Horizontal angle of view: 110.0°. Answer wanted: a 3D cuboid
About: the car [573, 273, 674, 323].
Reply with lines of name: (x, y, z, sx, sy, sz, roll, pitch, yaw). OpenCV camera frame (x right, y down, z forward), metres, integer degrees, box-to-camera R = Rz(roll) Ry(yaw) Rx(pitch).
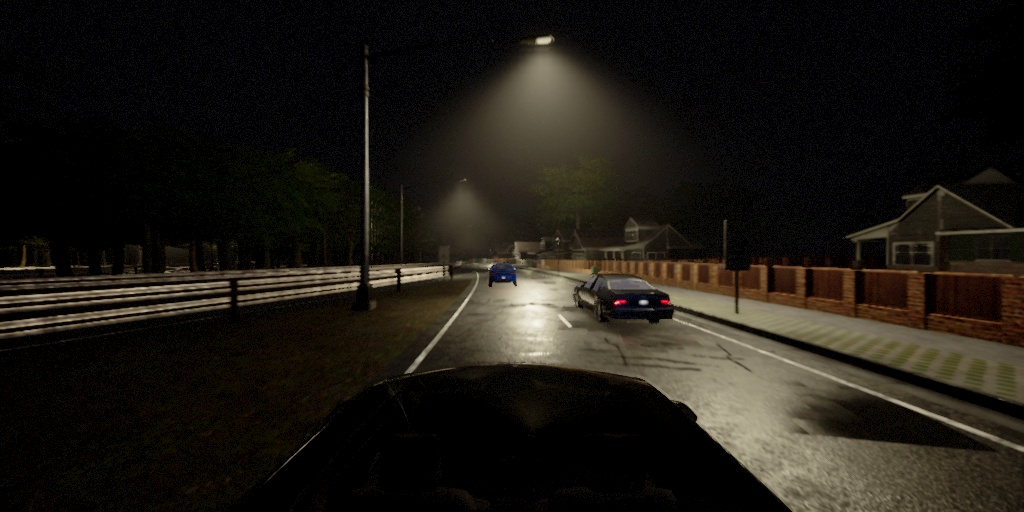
car: (3.441, 1.295, 12.106, 2.033, 1.411, 5.357, 0, 0, -2)

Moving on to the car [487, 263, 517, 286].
car: (-0.735, 1.267, 25.790, 1.882, 1.535, 5.008, 0, 0, -4)
